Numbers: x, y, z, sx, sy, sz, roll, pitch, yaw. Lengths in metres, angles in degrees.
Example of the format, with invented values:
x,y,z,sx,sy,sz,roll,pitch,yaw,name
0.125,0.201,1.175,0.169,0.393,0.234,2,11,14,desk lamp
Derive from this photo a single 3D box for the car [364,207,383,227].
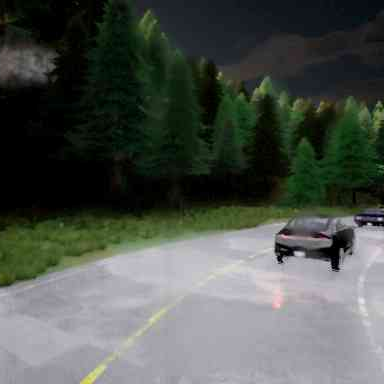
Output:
x,y,z,sx,sy,sz,roll,pitch,yaw,name
12.453,1.684,21.890,4.718,1.301,1.895,0,0,-44,car

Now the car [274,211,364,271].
x,y,z,sx,sy,sz,roll,pitch,yaw,name
4.257,1.509,11.191,2.128,1.511,4.902,1,0,32,car
